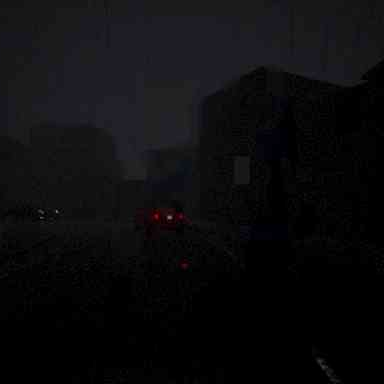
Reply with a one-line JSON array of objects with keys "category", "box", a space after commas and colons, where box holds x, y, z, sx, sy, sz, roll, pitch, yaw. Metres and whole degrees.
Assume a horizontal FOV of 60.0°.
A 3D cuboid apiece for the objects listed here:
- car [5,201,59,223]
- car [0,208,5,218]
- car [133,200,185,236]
[{"category": "car", "box": [-13.721, 1.687, 29.080, 4.553, 1.767, 2.097, 0, -2, 30]}, {"category": "car", "box": [-18.159, 1.956, 35.162, 4.902, 1.511, 2.128, 0, -2, 18]}, {"category": "car", "box": [-2.120, 1.499, 20.523, 2.150, 2.045, 5.566, 1, -1, -20]}]
